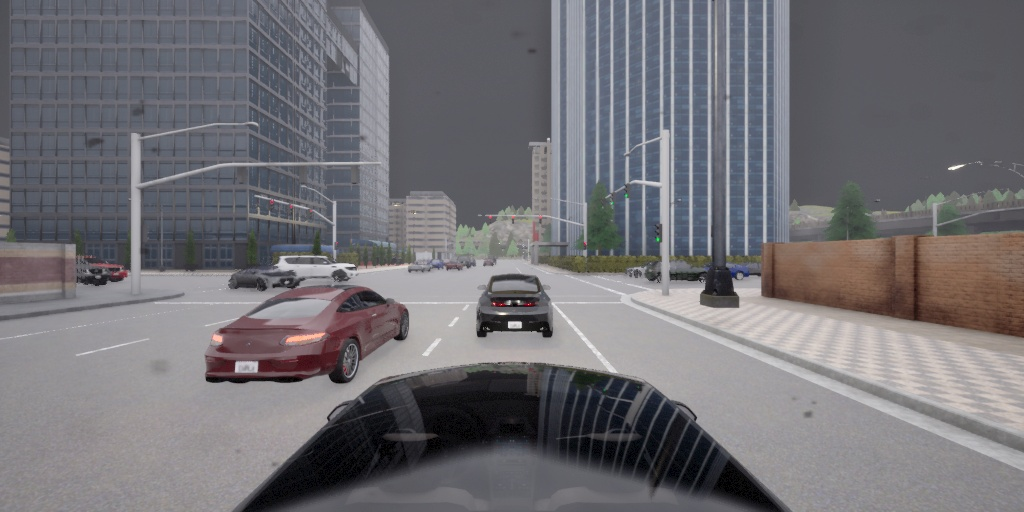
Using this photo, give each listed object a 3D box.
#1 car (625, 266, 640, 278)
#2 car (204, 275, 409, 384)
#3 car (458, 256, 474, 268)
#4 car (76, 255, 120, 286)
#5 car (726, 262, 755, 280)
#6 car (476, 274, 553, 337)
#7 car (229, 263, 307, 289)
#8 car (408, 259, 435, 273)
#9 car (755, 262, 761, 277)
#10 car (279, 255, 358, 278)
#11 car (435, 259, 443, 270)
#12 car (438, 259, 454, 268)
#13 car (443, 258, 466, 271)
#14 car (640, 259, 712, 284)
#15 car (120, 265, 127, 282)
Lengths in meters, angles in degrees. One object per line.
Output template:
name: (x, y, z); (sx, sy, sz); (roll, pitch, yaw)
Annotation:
car: (13.027, 1.276, 33.713); (4.674, 1.442, 1.812); (0, 0, 1)
car: (-3.438, 1.276, 6.958); (1.812, 1.442, 4.674); (0, 0, 0)
car: (-8.050, 0.971, 59.435); (2.150, 2.045, 5.566); (0, 0, -1)
car: (-28.932, 0.972, 22.645); (5.566, 2.045, 2.150); (0, 0, -1)
car: (17.209, 1.228, 30.269); (5.008, 1.535, 1.882); (0, 0, -1)
car: (0.064, 1.255, 10.224); (1.837, 1.490, 4.892); (0, 0, 0)
car: (-14.581, 1.314, 21.149); (4.181, 1.385, 1.994); (0, 0, 24)
car: (-11.395, 1.351, 44.434); (1.895, 1.301, 4.718); (0, 0, 1)
car: (22.614, 1.297, 33.817); (5.357, 1.411, 2.033); (0, 0, -1)
car: (-14.764, 0.974, 27.206); (5.566, 2.045, 2.150); (0, 1, -14)
car: (-11.473, 1.227, 53.826); (1.882, 1.535, 5.008); (0, 0, -1)
car: (-11.596, 1.227, 63.457); (1.882, 1.535, 5.008); (0, 0, 0)
car: (-7.912, 1.351, 49.641); (1.895, 1.301, 4.718); (0, 0, -1)
car: (12.334, 1.102, 26.525); (4.553, 1.767, 2.097); (0, 0, -1)
car: (-31.618, 0.971, 26.120); (5.566, 2.045, 2.150); (0, 0, -1)
